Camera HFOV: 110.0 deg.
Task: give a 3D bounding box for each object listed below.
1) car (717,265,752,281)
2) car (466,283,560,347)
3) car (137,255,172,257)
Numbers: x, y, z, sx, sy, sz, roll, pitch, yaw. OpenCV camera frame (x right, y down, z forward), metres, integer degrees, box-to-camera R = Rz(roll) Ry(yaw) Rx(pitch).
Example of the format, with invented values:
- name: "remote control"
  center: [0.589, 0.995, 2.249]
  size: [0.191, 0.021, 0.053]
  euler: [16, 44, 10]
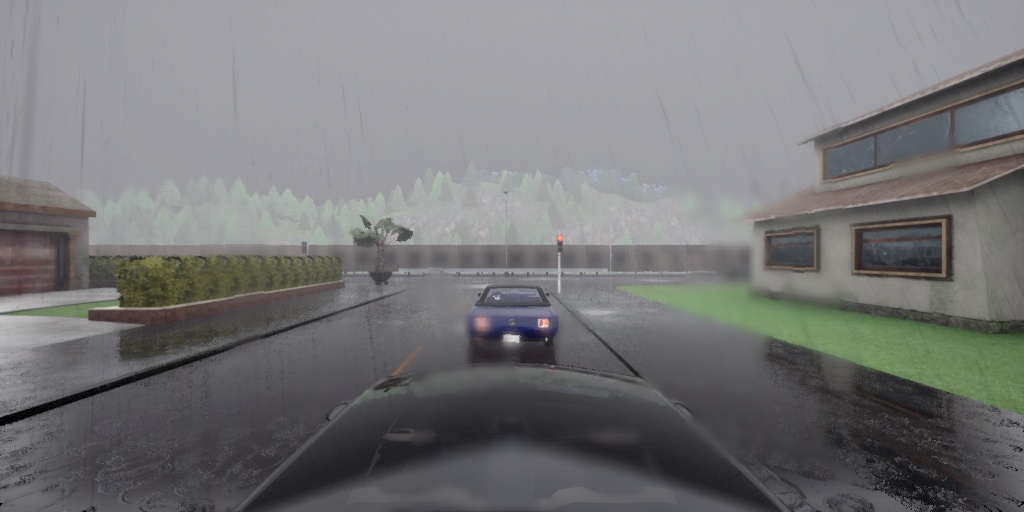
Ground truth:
- name: "car"
  center: [19.389, 1.350, 28.914]
  size: [4.718, 1.301, 1.895]
  euler: [0, 0, 1]
- name: "car"
  center: [0.042, 1.351, 9.295]
  size: [1.895, 1.301, 4.718]
  euler: [0, 0, 1]
- name: "car"
  center: [-27.858, 0.971, 28.788]
  size: [5.566, 2.045, 2.150]
  euler: [0, 0, 0]
